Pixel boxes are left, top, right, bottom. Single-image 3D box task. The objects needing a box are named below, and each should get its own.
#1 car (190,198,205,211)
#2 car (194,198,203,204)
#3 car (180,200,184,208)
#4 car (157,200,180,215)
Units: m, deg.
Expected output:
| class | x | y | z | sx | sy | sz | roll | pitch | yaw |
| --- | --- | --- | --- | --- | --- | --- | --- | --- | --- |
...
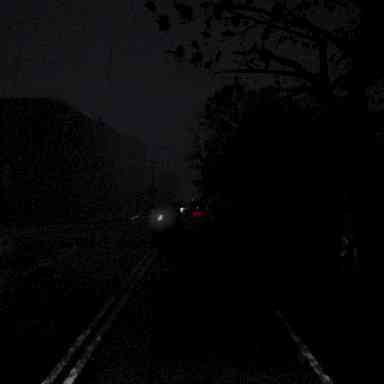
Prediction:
| class | x | y | z | sx | sy | sz | roll | pitch | yaw |
| --- | --- | --- | --- | --- | --- | --- | --- | --- | --- |
| car | 0.815 | 1.873 | 47.715 | 1.837 | 1.490 | 4.892 | 0 | 0 | 2 |
| car | 1.534 | 2.086 | 77.027 | 1.895 | 1.301 | 4.718 | 0 | 0 | 1 |
| car | -2.373 | 1.973 | 55.570 | 1.994 | 1.385 | 4.181 | 0 | 0 | 2 |
| car | -2.864 | 1.886 | 38.428 | 1.994 | 1.385 | 4.181 | 0 | 0 | 1 |
